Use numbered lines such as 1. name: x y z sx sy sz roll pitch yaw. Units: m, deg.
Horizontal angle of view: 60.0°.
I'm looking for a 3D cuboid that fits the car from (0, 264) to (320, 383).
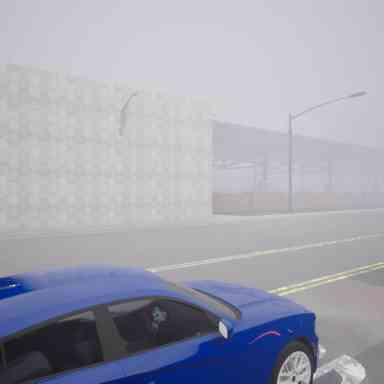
1. car: -0.805 1.478 3.174 5.008 1.535 1.882 0 0 -36
